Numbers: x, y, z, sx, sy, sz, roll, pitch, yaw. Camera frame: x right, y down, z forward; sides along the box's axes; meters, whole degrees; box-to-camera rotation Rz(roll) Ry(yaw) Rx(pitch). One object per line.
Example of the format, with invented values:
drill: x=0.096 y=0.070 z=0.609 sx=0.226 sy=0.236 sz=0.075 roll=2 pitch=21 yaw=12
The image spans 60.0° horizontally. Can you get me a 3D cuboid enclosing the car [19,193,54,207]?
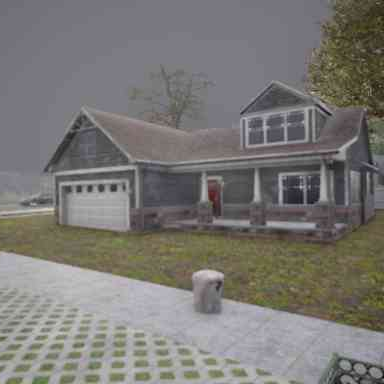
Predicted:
car: x=-17.485 y=0.914 z=38.623 sx=1.837 sy=1.490 sz=4.892 roll=-1 pitch=1 yaw=38
